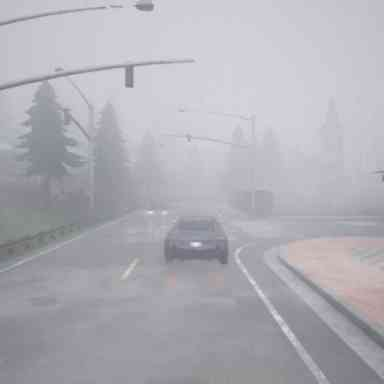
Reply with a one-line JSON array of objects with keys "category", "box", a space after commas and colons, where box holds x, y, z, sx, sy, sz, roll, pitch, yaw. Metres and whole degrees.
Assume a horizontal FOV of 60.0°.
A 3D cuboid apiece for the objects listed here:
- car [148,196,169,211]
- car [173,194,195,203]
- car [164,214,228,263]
[{"category": "car", "box": [-3.575, 1.192, 36.153, 1.837, 1.490, 4.892, 0, 1, 0]}, {"category": "car", "box": [-1.219, 1.064, 56.134, 2.033, 1.411, 5.357, 0, 1, 25]}, {"category": "car", "box": [0.199, 1.463, 11.593, 1.994, 1.385, 4.181, 0, 0, 2]}]
